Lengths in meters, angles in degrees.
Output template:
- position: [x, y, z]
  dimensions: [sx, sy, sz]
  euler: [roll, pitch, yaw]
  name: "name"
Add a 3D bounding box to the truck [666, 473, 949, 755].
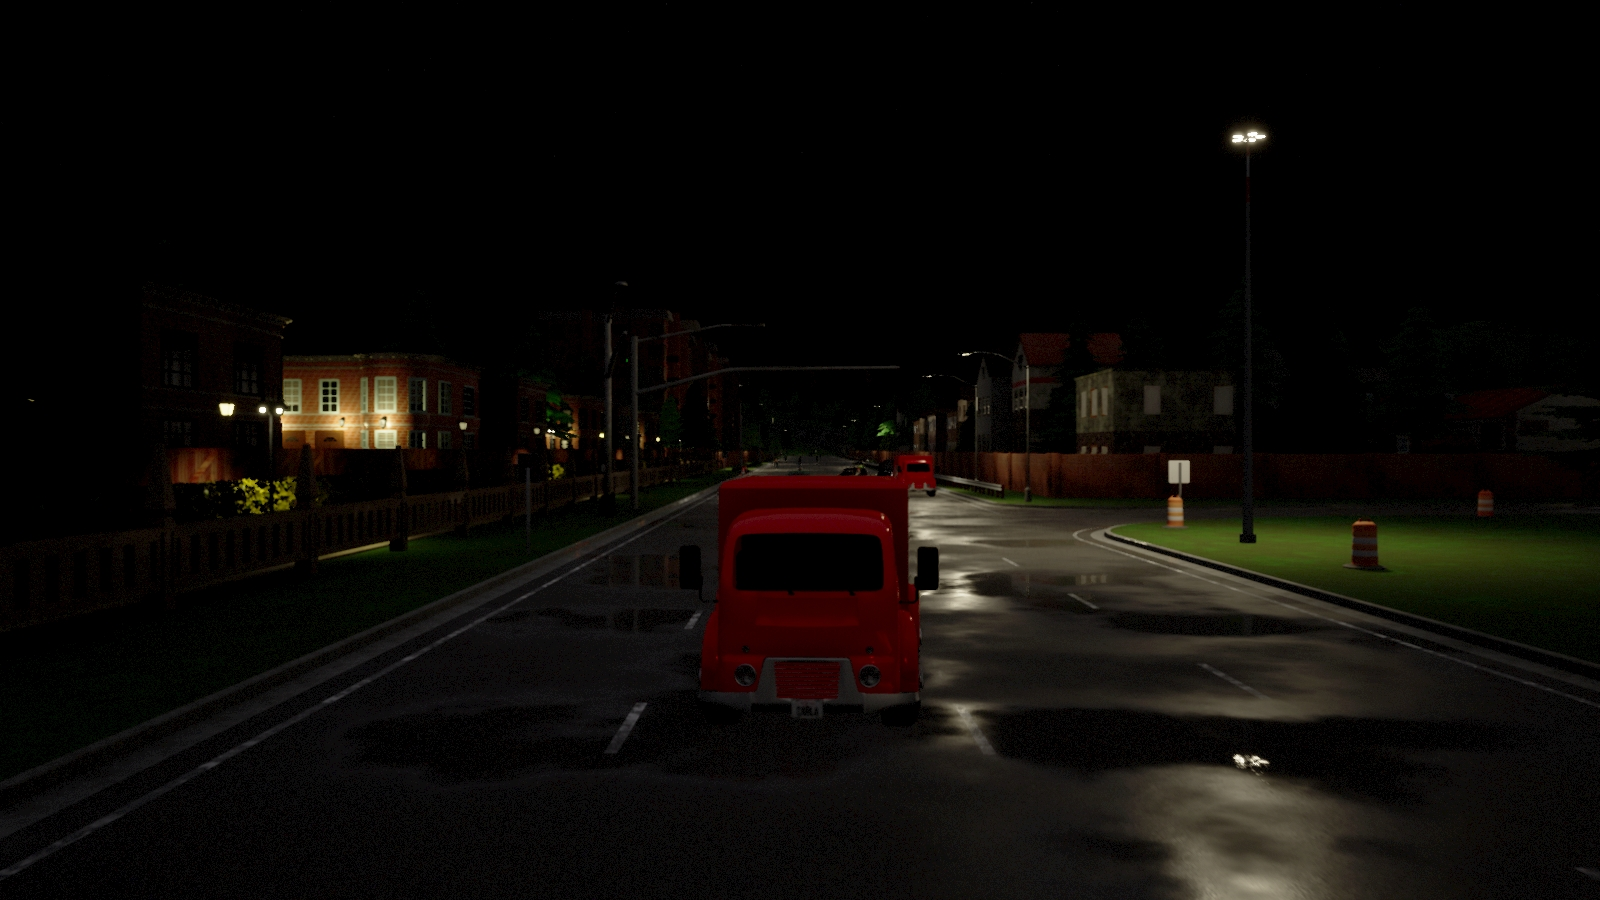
- position: [0.169, 1.561, 13.172]
  dimensions: [2.627, 2.467, 5.204]
  euler: [0, 0, 2]
  name: "truck"
